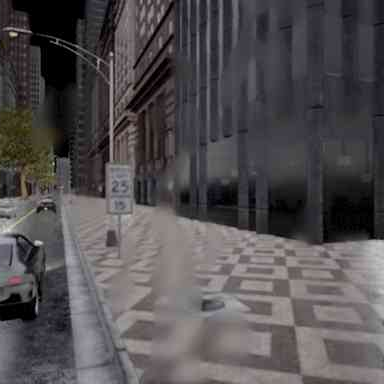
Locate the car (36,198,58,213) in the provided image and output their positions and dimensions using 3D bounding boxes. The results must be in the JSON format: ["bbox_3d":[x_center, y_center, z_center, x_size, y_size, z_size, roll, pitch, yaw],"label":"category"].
[{"bbox_3d":[-15.654,1.442,35.881,1.837,1.490,4.892,0,0,-22],"label":"car"}]

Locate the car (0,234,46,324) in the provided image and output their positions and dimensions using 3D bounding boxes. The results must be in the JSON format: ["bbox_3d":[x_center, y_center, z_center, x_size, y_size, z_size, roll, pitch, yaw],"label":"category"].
[{"bbox_3d":[-4.139,1.550,6.863,1.994,1.385,4.181,0,0,-22],"label":"car"}]

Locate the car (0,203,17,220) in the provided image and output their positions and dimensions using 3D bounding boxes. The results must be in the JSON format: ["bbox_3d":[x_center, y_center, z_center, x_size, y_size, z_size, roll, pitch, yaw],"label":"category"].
[{"bbox_3d":[-15.459,1.547,26.905,1.895,1.301,4.718,0,0,-22],"label":"car"}]

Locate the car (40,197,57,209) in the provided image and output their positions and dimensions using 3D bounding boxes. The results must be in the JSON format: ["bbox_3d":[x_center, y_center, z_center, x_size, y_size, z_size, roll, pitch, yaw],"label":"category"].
[{"bbox_3d":[-19.560,1.479,45.534,2.033,1.411,5.357,0,0,-21],"label":"car"}]
